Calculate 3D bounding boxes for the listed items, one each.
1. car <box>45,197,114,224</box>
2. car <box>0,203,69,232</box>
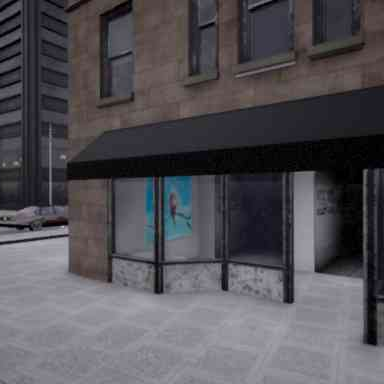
[{"bbox_3d":[-8.390,1.275,25.206,2.097,1.767,4.553,0,0,35],"label":"car"},{"bbox_3d":[-8.451,1.477,19.766,2.033,1.411,5.357,0,0,35],"label":"car"}]
